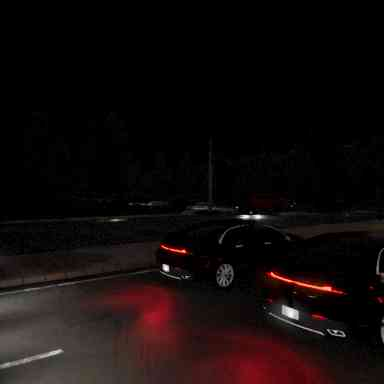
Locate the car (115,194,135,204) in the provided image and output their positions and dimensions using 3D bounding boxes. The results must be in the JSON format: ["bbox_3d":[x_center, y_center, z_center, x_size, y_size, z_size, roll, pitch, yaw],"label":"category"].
[{"bbox_3d":[-13.846,1.548,66.007,2.033,1.411,5.357,0,0,-35],"label":"car"}]

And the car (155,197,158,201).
[{"bbox_3d":[-9.799,1.536,78.574,1.895,1.301,4.718,0,0,-35],"label":"car"}]

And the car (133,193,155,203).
[{"bbox_3d":[-10.195,1.221,66.918,2.150,2.045,5.566,0,0,-35],"label":"car"}]

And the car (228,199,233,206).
[{"bbox_3d":[7.722,1.564,53.402,1.994,1.385,4.181,0,0,-35],"label":"car"}]

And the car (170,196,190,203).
[{"bbox_3d":[-2.505,1.525,68.149,1.812,1.442,4.674,0,0,-35],"label":"car"}]

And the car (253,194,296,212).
[{"bbox_3d":[9.388,1.224,38.818,2.150,2.045,5.566,0,0,-35],"label":"car"}]

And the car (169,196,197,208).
[{"bbox_3d":[-1.382,1.601,48.092,1.895,1.301,4.718,0,0,-35],"label":"car"}]

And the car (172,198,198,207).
[{"bbox_3d":[-1.112,1.601,53.811,1.895,1.301,4.718,0,0,-35],"label":"car"}]

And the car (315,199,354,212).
[{"bbox_3d":[17.073,1.525,40.056,1.812,1.442,4.674,0,0,-35],"label":"car"}]

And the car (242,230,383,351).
[{"bbox_3d":[3.412,1.505,6.230,4.892,1.490,1.837,0,0,-35],"label":"car"}]

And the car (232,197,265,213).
[{"bbox_3d":[5.616,1.547,33.676,2.033,1.411,5.357,0,0,2],"label":"car"}]

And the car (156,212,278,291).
[{"bbox_3d":[1.380,1.505,9.079,4.892,1.490,1.837,0,0,-35],"label":"car"}]
